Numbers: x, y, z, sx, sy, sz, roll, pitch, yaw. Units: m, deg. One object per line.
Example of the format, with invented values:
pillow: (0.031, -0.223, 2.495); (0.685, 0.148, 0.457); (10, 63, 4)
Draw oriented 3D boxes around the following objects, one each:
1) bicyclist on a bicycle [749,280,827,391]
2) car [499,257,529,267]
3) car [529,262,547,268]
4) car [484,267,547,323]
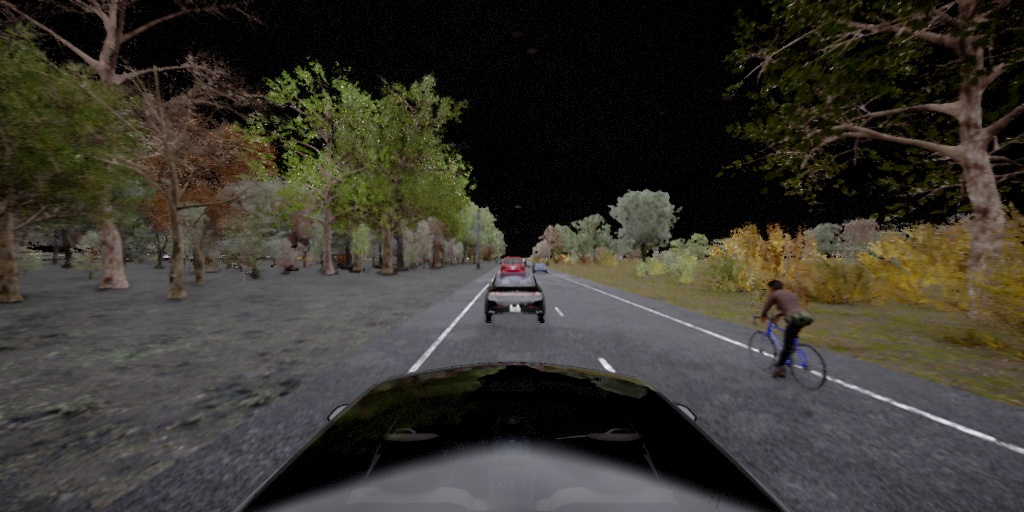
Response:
bicyclist on a bicycle: (4.464, 1.225, 5.919); (0.582, 1.620, 1.656); (0, -1, 0)
car: (0.078, 1.124, 31.754); (2.150, 2.045, 5.566); (0, 0, 0)
car: (3.569, 1.529, 46.918); (2.033, 1.411, 5.357); (0, 0, 0)
car: (0.091, 1.296, 12.461); (2.128, 1.511, 4.902); (0, 0, 0)
